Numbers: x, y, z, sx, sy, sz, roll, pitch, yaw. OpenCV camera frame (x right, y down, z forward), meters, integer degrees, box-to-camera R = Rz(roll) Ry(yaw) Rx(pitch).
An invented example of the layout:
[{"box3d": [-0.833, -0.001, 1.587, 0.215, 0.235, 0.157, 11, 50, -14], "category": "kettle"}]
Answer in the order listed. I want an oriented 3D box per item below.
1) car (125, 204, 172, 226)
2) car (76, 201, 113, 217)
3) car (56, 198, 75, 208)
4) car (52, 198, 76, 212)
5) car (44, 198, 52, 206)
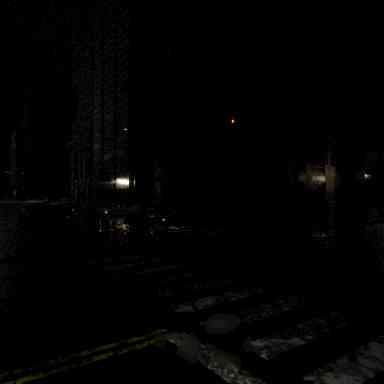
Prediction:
[{"box3d": [-3.283, 1.607, 24.149, 1.812, 1.442, 4.674, 1, -1, -37], "category": "car"}, {"box3d": [-9.344, 1.620, 32.688, 2.128, 1.511, 4.902, 1, -1, -35], "category": "car"}, {"box3d": [-20.692, 1.791, 54.242, 1.812, 1.442, 4.674, 1, -1, -35], "category": "car"}, {"box3d": [-15.486, 1.725, 41.382, 2.033, 1.411, 5.357, 1, -1, -34], "category": "car"}, {"box3d": [-26.483, 1.803, 62.419, 2.128, 1.511, 4.902, 1, -1, -36], "category": "car"}]
